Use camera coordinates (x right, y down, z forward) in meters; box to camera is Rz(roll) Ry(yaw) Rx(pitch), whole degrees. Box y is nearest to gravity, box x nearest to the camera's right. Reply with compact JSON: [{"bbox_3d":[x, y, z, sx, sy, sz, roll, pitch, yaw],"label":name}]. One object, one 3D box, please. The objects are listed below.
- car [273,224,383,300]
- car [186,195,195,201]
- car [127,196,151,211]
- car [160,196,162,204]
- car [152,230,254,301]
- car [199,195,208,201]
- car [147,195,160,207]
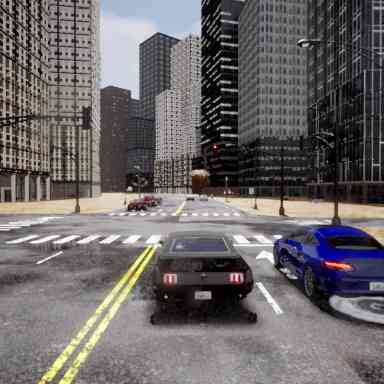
[{"bbox_3d":[3.354,1.523,8.254,1.812,1.442,4.674,0,0,1],"label":"car"},{"bbox_3d":[-0.427,1.469,80.443,1.895,1.301,4.718,0,0,-4],"label":"car"},{"bbox_3d":[-6.535,1.530,40.350,1.994,1.385,4.181,0,0,0],"label":"car"},{"bbox_3d":[-6.502,1.416,60.890,2.128,1.511,4.902,0,0,0],"label":"car"},{"bbox_3d":[0.111,1.598,8.286,1.895,1.301,4.718,0,0,-3],"label":"car"},{"bbox_3d":[2.822,1.396,80.556,1.812,1.442,4.674,0,0,-4],"label":"car"},{"bbox_3d":[-6.520,1.299,50.599,2.097,1.767,4.553,0,0,0],"label":"car"}]
